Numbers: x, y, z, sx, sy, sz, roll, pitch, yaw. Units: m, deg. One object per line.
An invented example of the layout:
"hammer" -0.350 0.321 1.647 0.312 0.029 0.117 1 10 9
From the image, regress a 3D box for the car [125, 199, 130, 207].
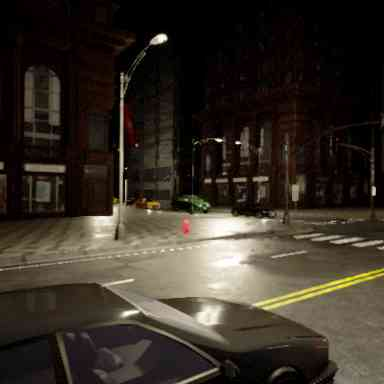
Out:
"car" -9.817 1.770 56.733 1.882 1.535 5.008 1 -1 -35

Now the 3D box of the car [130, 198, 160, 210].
"car" -6.279 1.689 46.264 1.882 1.535 5.008 1 -1 -35

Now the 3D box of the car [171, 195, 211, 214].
"car" -0.214 1.385 37.745 2.150 2.045 5.566 1 -1 -36

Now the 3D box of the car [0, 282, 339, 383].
"car" -1.076 1.548 2.676 5.357 1.411 2.033 0 0 -35

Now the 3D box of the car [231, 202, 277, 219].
"car" 5.446 1.644 29.793 1.812 1.442 4.674 1 -1 -35

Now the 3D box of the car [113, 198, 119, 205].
"car" -15.946 1.818 65.181 1.882 1.535 5.008 1 -1 -35
